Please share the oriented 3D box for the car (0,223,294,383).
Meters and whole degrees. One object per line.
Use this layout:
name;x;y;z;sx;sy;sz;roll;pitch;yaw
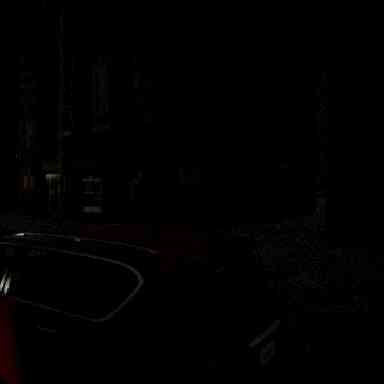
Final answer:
car;-1.369;1.314;3.933;5.009;1.841;2.192;0;0;35
